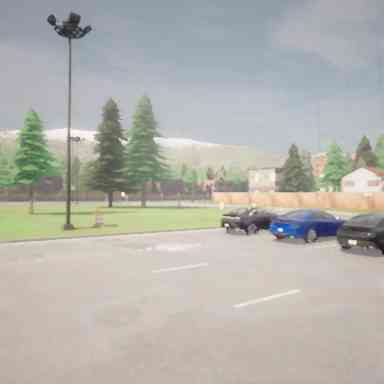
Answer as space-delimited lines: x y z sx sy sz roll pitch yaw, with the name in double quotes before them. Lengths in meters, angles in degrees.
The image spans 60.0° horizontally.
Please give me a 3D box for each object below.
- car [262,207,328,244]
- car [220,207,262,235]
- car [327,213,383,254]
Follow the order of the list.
"car" 6.102 1.614 16.814 5.008 1.535 1.882 0 0 -35
"car" 3.885 1.627 19.589 4.902 1.511 2.128 1 0 -35
"car" 7.987 1.642 13.862 4.892 1.490 1.837 0 0 -35
